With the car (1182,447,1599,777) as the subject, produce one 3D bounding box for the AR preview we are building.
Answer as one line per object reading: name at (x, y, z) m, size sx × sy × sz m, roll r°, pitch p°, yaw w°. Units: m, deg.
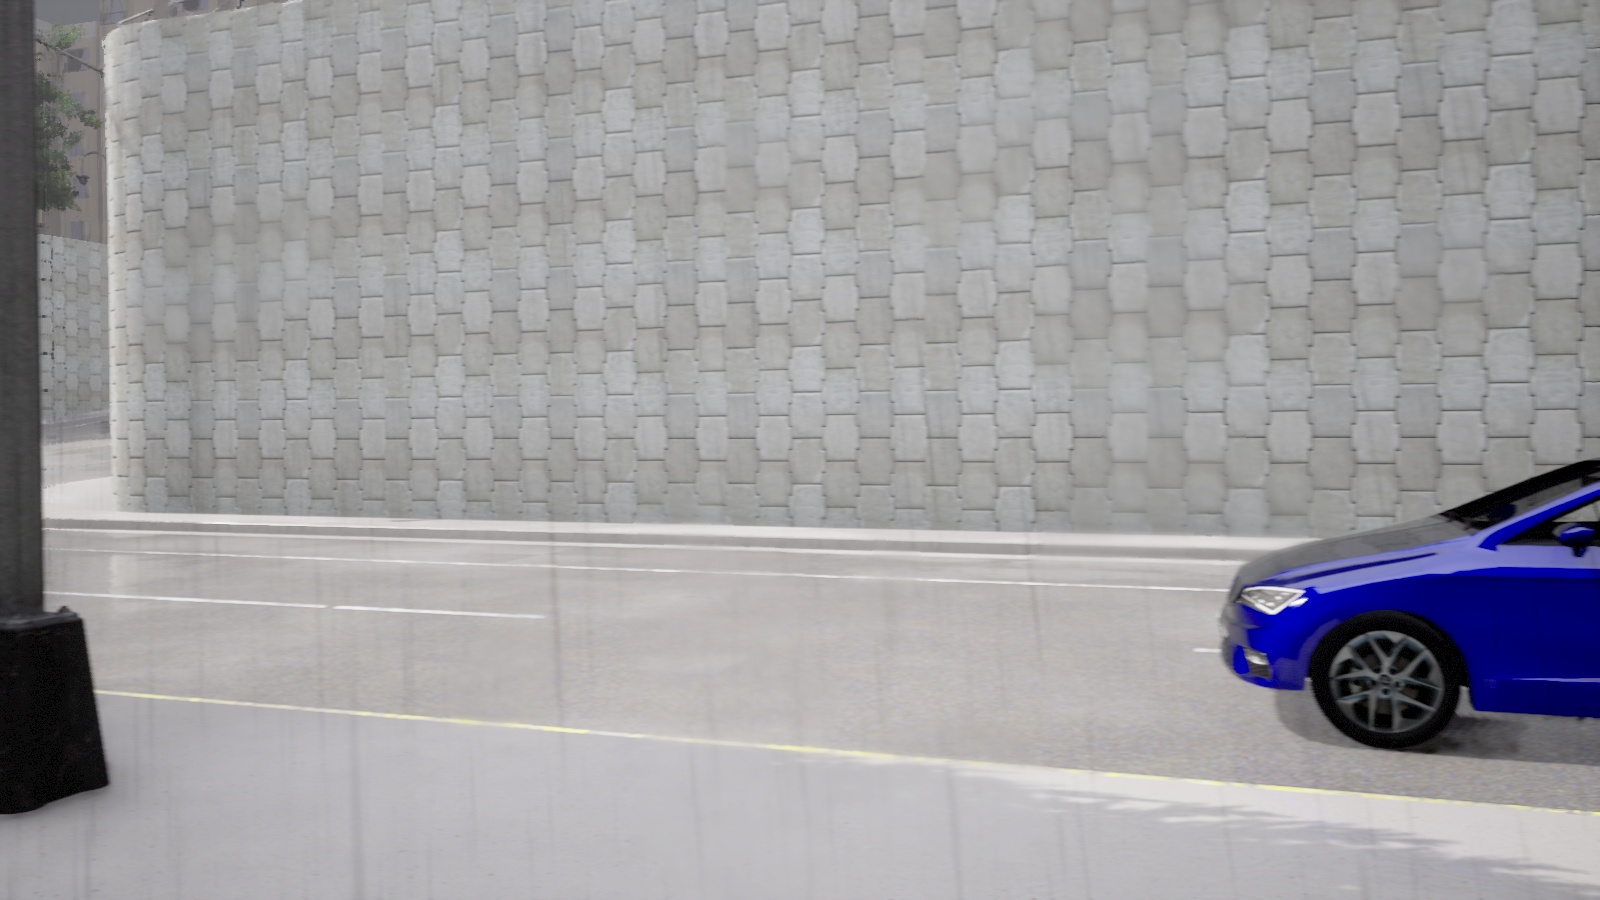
car at (4.209, 0.752, 6.525) m, size 4.193 × 1.474 × 1.816 m, roll 1°, pitch 1°, yaw 19°
